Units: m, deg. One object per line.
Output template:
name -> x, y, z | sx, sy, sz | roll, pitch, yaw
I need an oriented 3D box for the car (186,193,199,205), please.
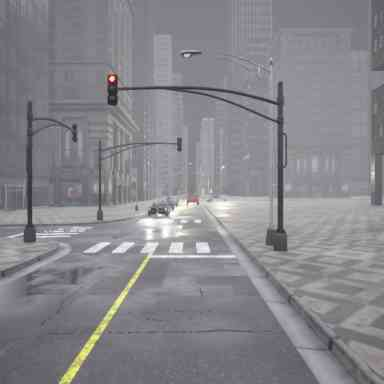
car -> 0.126, 1.235, 59.011 | 2.150, 2.045, 5.566 | 0, 0, 0

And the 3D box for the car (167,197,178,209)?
car -> -3.084, 1.603, 41.281 | 1.895, 1.301, 4.718 | 0, 0, 0

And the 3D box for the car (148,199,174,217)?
car -> -3.087, 1.601, 31.937 | 1.895, 1.301, 4.718 | 0, 0, 0
